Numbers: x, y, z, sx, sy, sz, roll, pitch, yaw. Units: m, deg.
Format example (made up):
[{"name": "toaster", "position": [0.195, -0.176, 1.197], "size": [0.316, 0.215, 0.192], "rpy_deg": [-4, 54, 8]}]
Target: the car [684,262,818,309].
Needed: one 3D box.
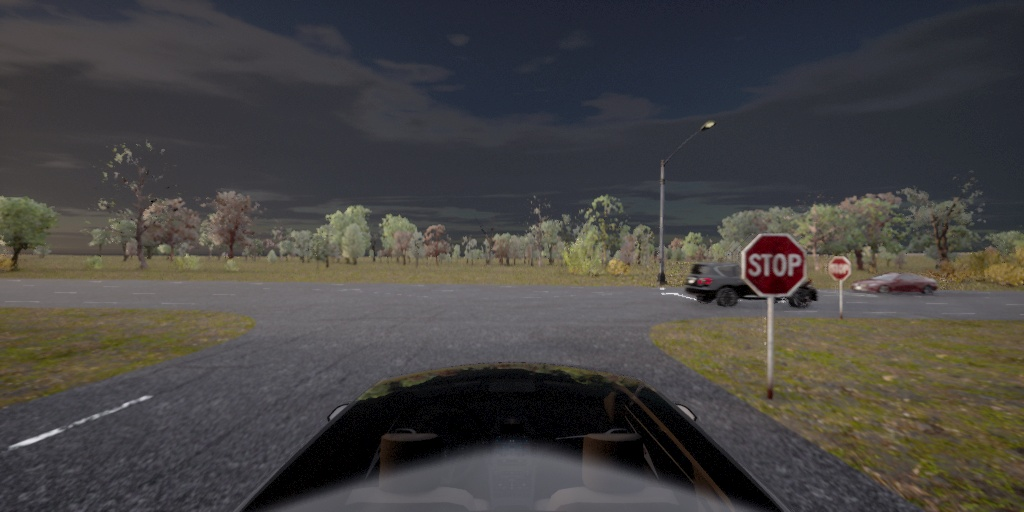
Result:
[{"name": "car", "position": [11.234, 1.348, 17.104], "size": [5.566, 2.045, 2.150], "rpy_deg": [1, 0, 0]}]

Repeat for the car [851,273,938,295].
[{"name": "car", "position": [25.563, 1.858, 24.004], "size": [4.674, 1.442, 1.812], "rpy_deg": [0, 0, 0]}]
